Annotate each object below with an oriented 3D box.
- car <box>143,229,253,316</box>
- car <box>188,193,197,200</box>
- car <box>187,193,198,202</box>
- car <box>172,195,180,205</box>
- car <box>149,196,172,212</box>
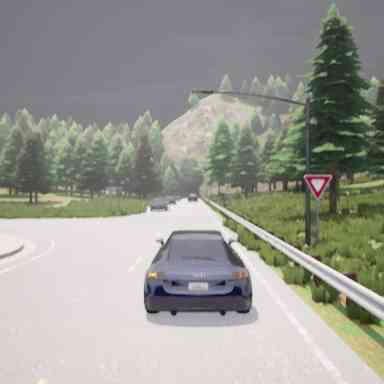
[{"bbox_3d":[0.099,1.531,7.549,1.994,1.385,4.181,0,0,0],"label":"car"},{"bbox_3d":[0.154,0.986,75.209,1.882,1.535,5.008,0,0,0],"label":"car"},{"bbox_3d":[0.132,1.203,64.832,1.882,1.535,5.008,0,0,0],"label":"car"},{"bbox_3d":[-3.465,1.324,52.821,2.033,1.411,5.357,0,0,0],"label":"car"},{"bbox_3d":[-3.520,1.349,36.588,1.837,1.490,4.892,0,0,0],"label":"car"}]
